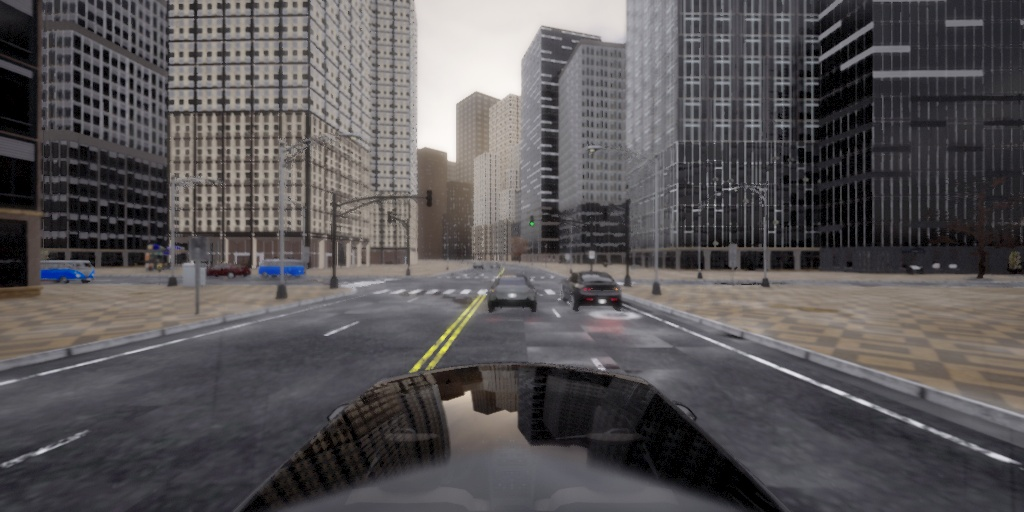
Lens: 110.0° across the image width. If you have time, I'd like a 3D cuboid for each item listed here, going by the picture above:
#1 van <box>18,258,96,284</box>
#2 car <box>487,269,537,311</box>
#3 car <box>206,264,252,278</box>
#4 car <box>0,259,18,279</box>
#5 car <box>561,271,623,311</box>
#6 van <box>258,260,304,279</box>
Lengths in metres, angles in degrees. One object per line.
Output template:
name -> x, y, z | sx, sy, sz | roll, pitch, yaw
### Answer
van -> -33.923, 1.218, 26.994 | 3.998, 1.789, 1.690 | 0, 0, 1
car -> 0.031, 1.450, 15.309 | 1.994, 1.385, 4.181 | 0, 0, 1
car -> -28.177, 1.463, 35.255 | 4.507, 1.381, 1.888 | 0, 0, 1
car -> -45.989, 1.326, 33.008 | 4.902, 1.511, 2.128 | 0, 0, 2
car -> 3.282, 1.393, 15.361 | 1.837, 1.490, 4.892 | 0, 0, 1
van -> -22.638, 1.284, 35.206 | 3.998, 1.789, 1.690 | 0, 0, 1
